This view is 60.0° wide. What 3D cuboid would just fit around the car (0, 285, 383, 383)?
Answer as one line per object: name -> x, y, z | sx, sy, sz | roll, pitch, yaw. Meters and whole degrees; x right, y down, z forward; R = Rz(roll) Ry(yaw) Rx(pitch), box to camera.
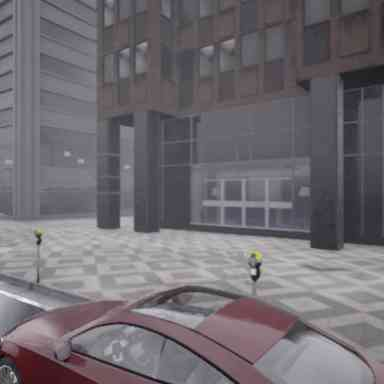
car -> -0.196, 1.588, 3.100 | 4.206, 1.307, 1.802 | 0, 0, 35
